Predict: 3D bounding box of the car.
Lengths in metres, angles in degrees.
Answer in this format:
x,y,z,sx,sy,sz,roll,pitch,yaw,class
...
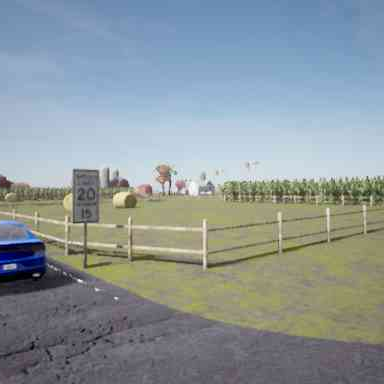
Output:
x,y,z,sx,sy,sz,roll,pitch,yaw,class
-5.654,1.541,9.366,1.882,1.535,5.008,0,0,-39,car
